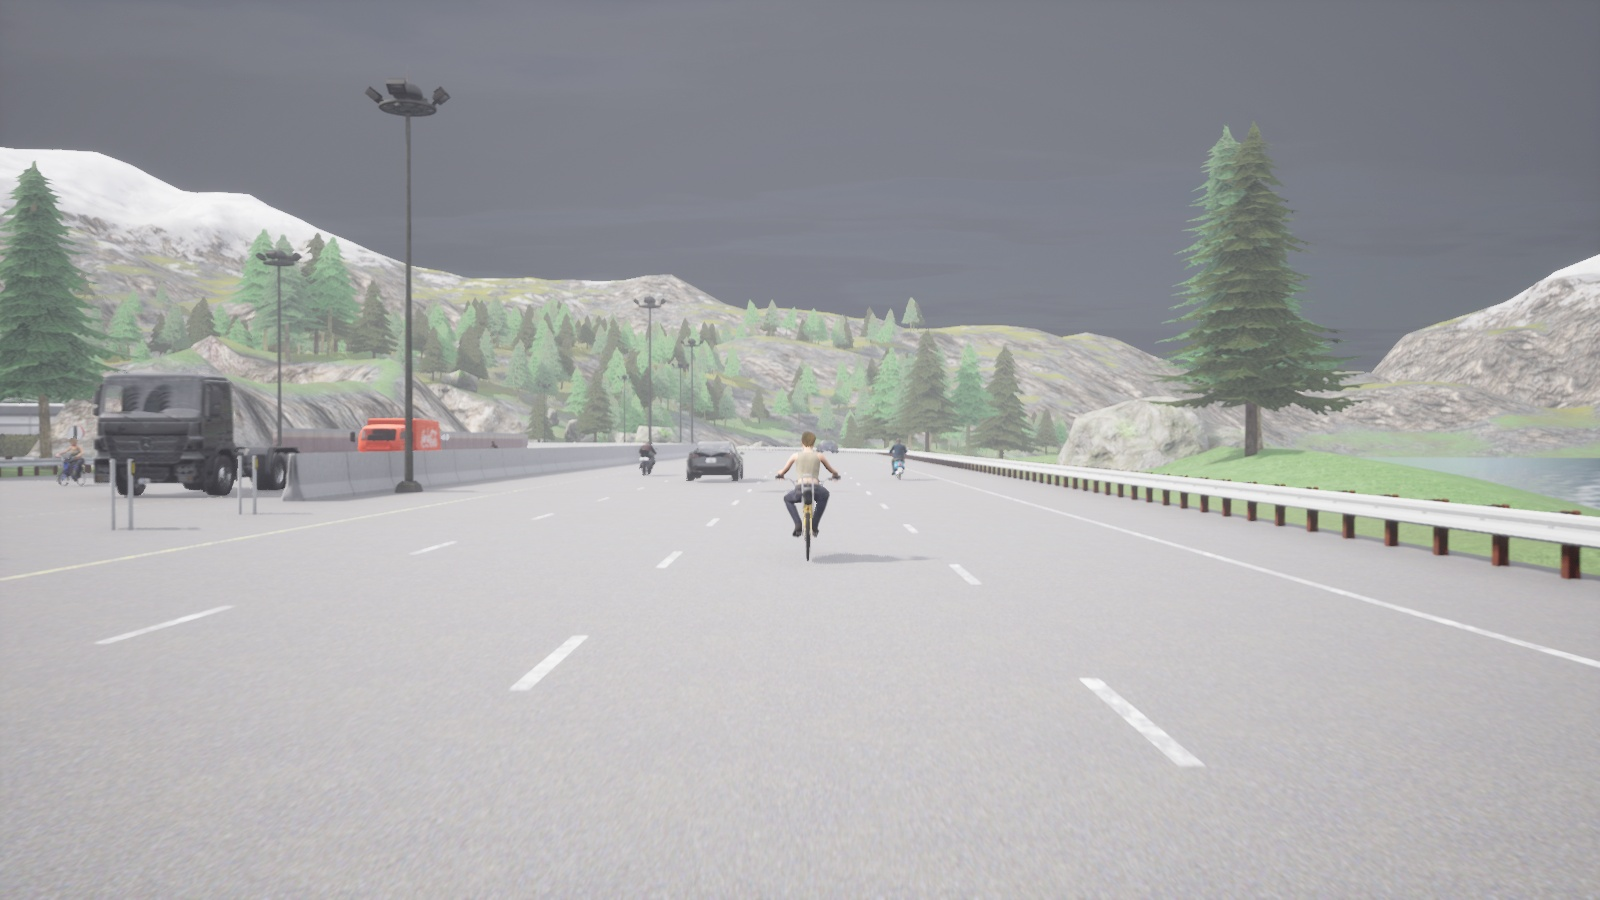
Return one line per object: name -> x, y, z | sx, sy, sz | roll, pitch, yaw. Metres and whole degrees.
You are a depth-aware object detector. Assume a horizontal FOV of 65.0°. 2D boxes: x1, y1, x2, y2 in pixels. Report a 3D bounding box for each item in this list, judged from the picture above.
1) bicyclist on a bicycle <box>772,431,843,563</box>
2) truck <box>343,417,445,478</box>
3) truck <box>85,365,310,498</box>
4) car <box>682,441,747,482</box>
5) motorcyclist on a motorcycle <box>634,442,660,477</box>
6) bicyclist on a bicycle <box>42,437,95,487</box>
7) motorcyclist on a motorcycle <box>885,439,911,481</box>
bicyclist on a bicycle -> 0.102, 0.573, 16.119 | 0.866, 1.612, 1.509 | 0, 0, 1
truck -> -17.186, -0.112, 53.449 | 2.627, 2.467, 5.204 | 0, 0, 0
truck -> -17.245, -0.499, 36.679 | 2.891, 3.462, 7.936 | 0, 0, -1
car -> -3.215, 0.416, 48.156 | 2.163, 1.488, 4.792 | 0, 0, 0
motorcyclist on a motorcycle -> -6.676, 0.402, 55.009 | 0.866, 1.530, 2.191 | 0, 0, 0
bicyclist on a bicycle -> -24.247, 0.380, 41.662 | 0.866, 1.612, 1.509 | 0, 0, 1
motorcyclist on a motorcycle -> 3.788, 0.372, 48.540 | 0.866, 1.590, 1.817 | 0, 0, 0
